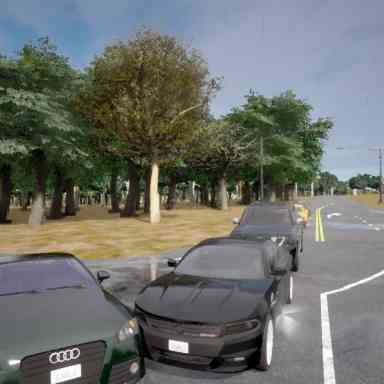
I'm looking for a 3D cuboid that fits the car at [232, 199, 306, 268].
[{"bbox_3d":[2.887,1.458,12.343,2.150,2.045,5.566,-2,0,21],"label":"car"}]

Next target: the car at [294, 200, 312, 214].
[{"bbox_3d":[13.398,1.743,40.070,1.812,1.442,4.674,-1,0,21],"label":"car"}]

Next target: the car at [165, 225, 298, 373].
[{"bbox_3d":[0.754,1.612,6.206,1.882,1.535,5.008,-1,-2,21],"label":"car"}]

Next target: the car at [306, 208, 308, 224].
[{"bbox_3d":[5.125,1.772,18.242,1.895,1.301,4.718,-1,0,21],"label":"car"}]

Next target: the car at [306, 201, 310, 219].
[{"bbox_3d":[7.285,1.661,23.992,1.882,1.535,5.008,-1,0,21],"label":"car"}]

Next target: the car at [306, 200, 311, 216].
[{"bbox_3d":[9.354,1.721,29.493,1.812,1.442,4.674,-1,0,21],"label":"car"}]

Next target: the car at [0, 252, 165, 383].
[{"bbox_3d":[-2.294,1.642,4.914,1.994,1.385,4.181,1,-2,-33],"label":"car"}]
